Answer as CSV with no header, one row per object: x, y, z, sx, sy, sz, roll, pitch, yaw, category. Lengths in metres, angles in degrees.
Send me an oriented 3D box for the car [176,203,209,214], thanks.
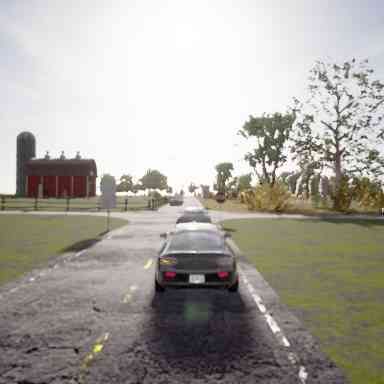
0.106,1.600,20.152,1.994,1.385,4.181,0,0,0,car

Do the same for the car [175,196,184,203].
-2.738,1.678,73.728,1.837,1.490,4.892,0,0,0,car

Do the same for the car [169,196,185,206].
-2.807,1.483,58.773,2.097,1.767,4.553,0,0,0,car

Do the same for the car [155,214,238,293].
0.101,1.541,8.787,1.812,1.442,4.674,0,0,0,car

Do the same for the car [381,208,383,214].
23.222,1.949,36.157,4.902,1.511,2.128,1,-1,0,car
